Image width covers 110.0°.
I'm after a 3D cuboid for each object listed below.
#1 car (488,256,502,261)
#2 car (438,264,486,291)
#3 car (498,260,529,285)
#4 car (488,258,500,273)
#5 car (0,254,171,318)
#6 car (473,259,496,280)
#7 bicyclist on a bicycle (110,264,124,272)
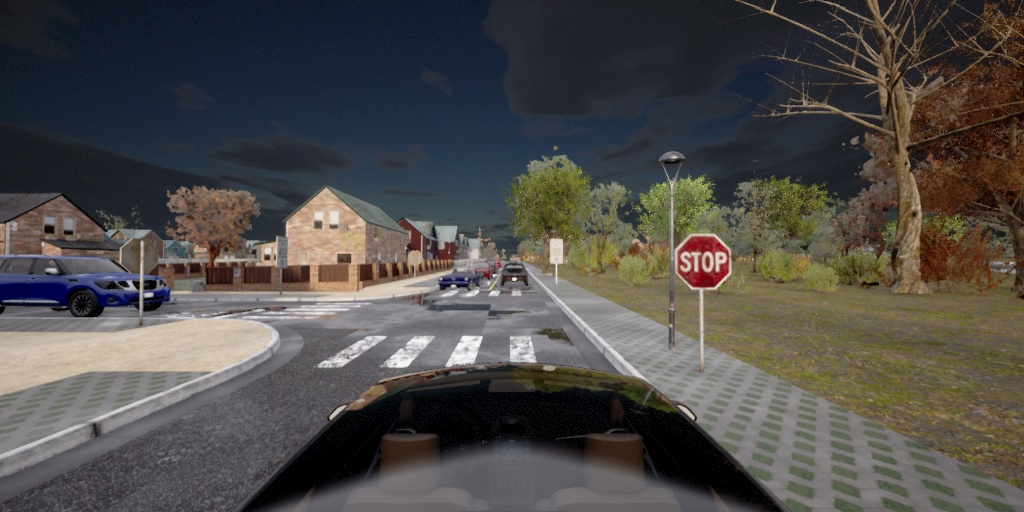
[{"bbox_3d":[-2.641,1.076,52.724,2.150,2.045,5.566,0,0,1],"label":"car"},{"bbox_3d":[-3.080,1.375,22.157,1.895,1.301,4.718,0,0,5],"label":"car"},{"bbox_3d":[0.180,1.286,26.341,1.837,1.490,4.892,0,0,0],"label":"car"},{"bbox_3d":[-2.705,1.324,42.047,1.837,1.490,4.892,0,0,0],"label":"car"},{"bbox_3d":[-15.073,0.978,12.258,5.566,2.045,2.150,0,-1,2],"label":"car"},{"bbox_3d":[-2.741,1.271,31.928,1.882,1.535,5.008,0,0,0],"label":"car"},{"bbox_3d":[-20.177,1.221,18.292,0.582,1.620,1.656,0,-1,2],"label":"bicyclist on a bicycle"}]
